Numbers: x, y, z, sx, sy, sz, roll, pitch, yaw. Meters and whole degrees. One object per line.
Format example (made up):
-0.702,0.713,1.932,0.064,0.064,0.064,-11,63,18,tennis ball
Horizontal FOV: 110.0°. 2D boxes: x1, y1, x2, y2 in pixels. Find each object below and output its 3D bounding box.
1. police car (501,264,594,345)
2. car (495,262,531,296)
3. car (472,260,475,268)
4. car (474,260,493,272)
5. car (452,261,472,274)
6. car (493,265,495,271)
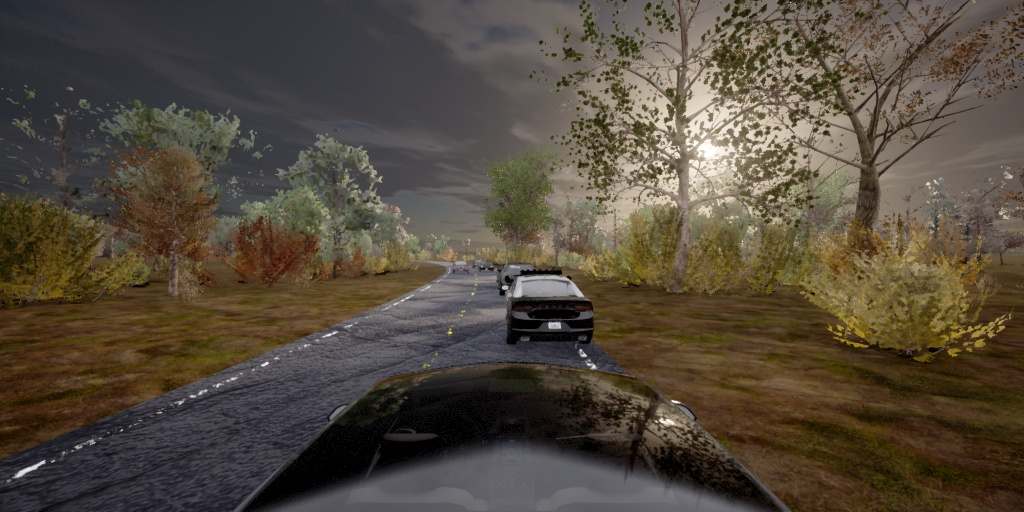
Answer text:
0.768,1.175,9.698,1.930,1.638,5.238,0,0,-2,police car
0.298,1.100,19.627,2.097,1.767,4.553,0,0,-4,car
-5.571,1.291,58.833,2.033,1.411,5.357,0,0,-11,car
-3.479,1.347,46.593,1.895,1.301,4.718,0,0,-9,car
-5.780,1.273,40.572,1.812,1.442,4.674,0,0,-8,car
-0.146,1.253,25.687,1.837,1.490,4.892,0,0,-5,car
